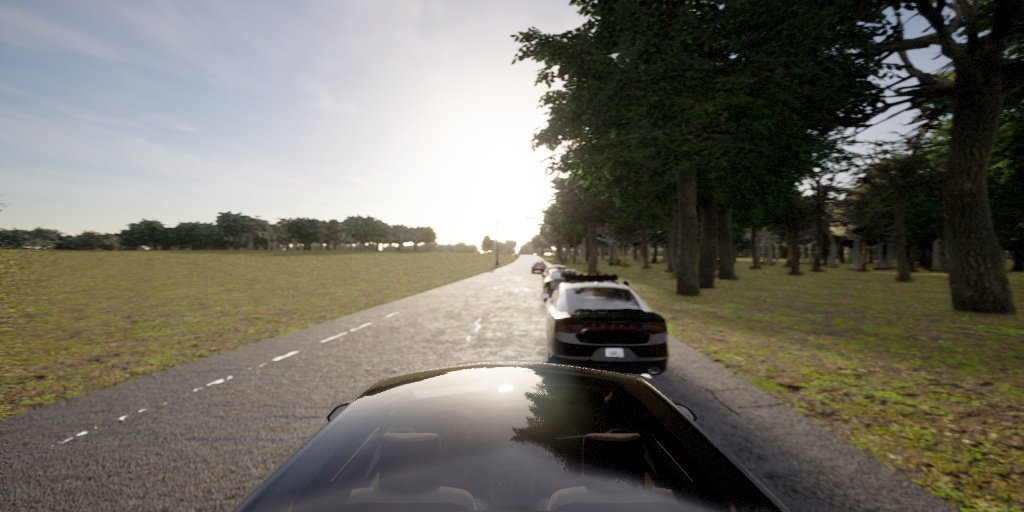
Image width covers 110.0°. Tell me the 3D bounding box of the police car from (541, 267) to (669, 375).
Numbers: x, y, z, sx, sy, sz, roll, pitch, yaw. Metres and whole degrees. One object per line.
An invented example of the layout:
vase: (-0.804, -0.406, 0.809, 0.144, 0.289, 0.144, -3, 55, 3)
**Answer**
police car: (1.675, 1.196, 7.730, 1.930, 1.638, 5.238, 0, 0, 5)

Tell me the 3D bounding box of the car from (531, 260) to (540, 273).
car: (3.497, 1.415, 45.995, 1.994, 1.385, 4.181, 0, 0, 6)

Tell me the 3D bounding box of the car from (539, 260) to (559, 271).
car: (2.917, 1.279, 23.771, 1.801, 1.575, 5.366, 0, 0, 4)

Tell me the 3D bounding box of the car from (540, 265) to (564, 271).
car: (2.448, 1.333, 17.595, 1.812, 1.442, 4.674, 0, 0, 4)
